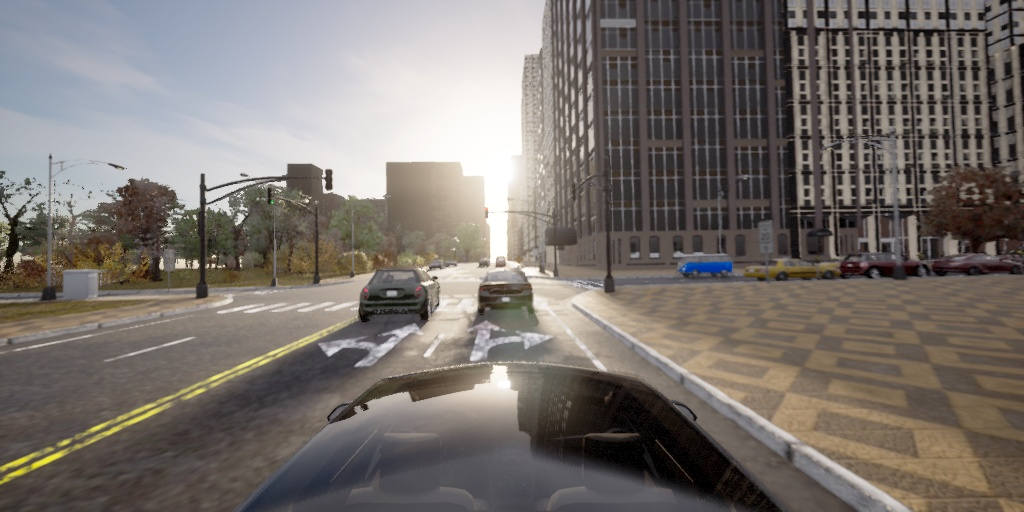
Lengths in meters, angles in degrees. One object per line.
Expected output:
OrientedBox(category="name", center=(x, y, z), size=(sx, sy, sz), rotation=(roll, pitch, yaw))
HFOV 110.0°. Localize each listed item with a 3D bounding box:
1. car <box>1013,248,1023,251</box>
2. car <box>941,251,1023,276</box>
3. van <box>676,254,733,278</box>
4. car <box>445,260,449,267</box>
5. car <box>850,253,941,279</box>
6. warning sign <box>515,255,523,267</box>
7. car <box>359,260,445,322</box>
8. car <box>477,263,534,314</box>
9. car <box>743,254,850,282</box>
OrientedBox(category="car", center=(38.626, 0.153, 26.690), size=(4.553, 1.767, 2.097), rotation=(-1, -1, -2))
OrientedBox(category="car", center=(26.796, 0.522, 20.750), size=(4.207, 1.307, 1.802), rotation=(0, 0, -3))
OrientedBox(category="van", center=(15.174, 0.754, 28.259), size=(3.998, 1.789, 1.690), rotation=(0, 0, -3))
OrientedBox(category="car", center=(-11.483, 1.407, 55.416), size=(1.837, 1.490, 4.892), rotation=(-1, 0, -1))
OrientedBox(category="car", center=(21.219, 0.510, 20.499), size=(4.097, 1.591, 1.967), rotation=(0, 0, -3))
OrientedBox(category="warning sign", center=(1.145, 0.788, 56.758), size=(1.300, 1.860, 1.060), rotation=(0, 0, -2))
OrientedBox(category="car", center=(-3.785, 1.139, 12.837), size=(2.097, 1.767, 4.553), rotation=(-1, 0, -5))
OrientedBox(category="car", center=(-0.250, 1.198, 13.655), size=(1.882, 1.535, 5.008), rotation=(-1, 0, -1))
OrientedBox(category="car", center=(15.811, 0.726, 20.257), size=(4.829, 1.417, 1.751), rotation=(0, 0, -3))
